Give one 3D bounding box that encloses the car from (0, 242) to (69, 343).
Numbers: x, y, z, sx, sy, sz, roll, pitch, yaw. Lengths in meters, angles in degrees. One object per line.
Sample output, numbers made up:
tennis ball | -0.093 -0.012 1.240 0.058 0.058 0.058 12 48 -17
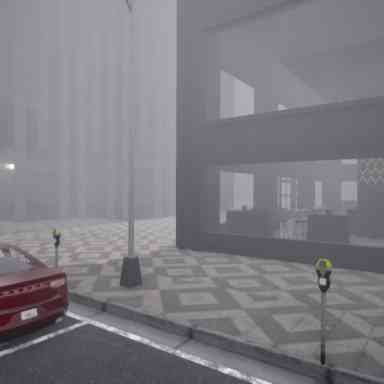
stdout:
car | -4.044 1.540 5.867 4.507 1.381 1.887 0 0 36
